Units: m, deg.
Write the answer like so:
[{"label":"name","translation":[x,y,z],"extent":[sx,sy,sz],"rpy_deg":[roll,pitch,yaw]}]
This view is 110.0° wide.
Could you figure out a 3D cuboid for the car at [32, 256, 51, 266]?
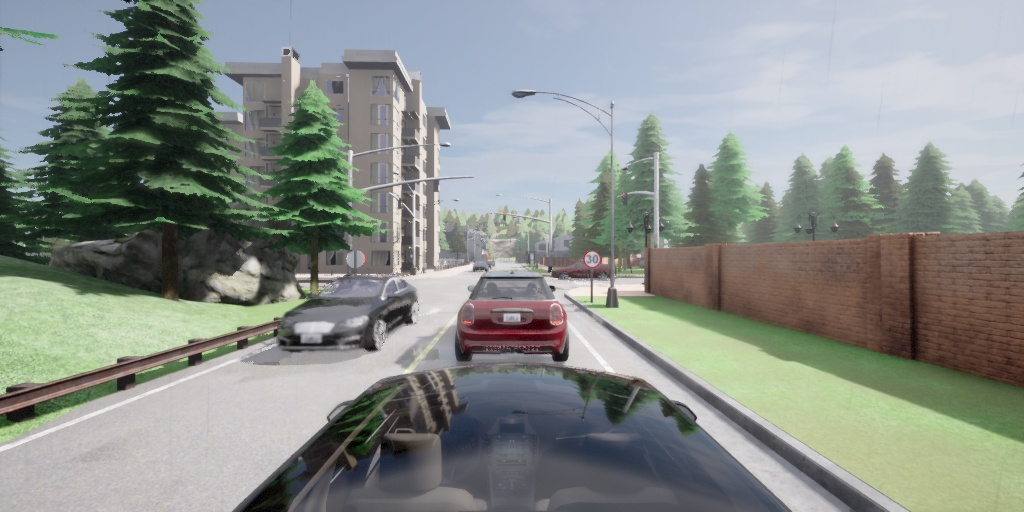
[{"label":"car","translation":[-30.941,0.987,24.714],"extent":[5.566,2.045,2.150],"rpy_deg":[0,0,-1]}]

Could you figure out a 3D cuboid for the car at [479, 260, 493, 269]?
[{"label":"car","translation":[-4.082,1.351,56.385],"extent":[1.895,1.301,4.718],"rpy_deg":[0,0,0]}]

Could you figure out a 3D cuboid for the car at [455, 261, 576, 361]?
[{"label":"car","translation":[0.001,1.102,8.417],"extent":[2.097,1.767,4.553],"rpy_deg":[0,0,0]}]

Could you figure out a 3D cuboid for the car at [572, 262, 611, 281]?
[{"label":"car","translation":[5.752,1.218,29.526],"extent":[5.008,1.535,1.882],"rpy_deg":[0,0,-2]}]

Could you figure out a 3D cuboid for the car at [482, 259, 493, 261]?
[{"label":"car","translation":[-4.000,1.297,46.712],"extent":[2.033,1.411,5.357],"rpy_deg":[0,0,0]}]

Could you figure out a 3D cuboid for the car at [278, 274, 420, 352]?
[{"label":"car","translation":[-3.680,1.241,8.982],"extent":[2.128,1.511,4.902],"rpy_deg":[0,0,-1]}]
